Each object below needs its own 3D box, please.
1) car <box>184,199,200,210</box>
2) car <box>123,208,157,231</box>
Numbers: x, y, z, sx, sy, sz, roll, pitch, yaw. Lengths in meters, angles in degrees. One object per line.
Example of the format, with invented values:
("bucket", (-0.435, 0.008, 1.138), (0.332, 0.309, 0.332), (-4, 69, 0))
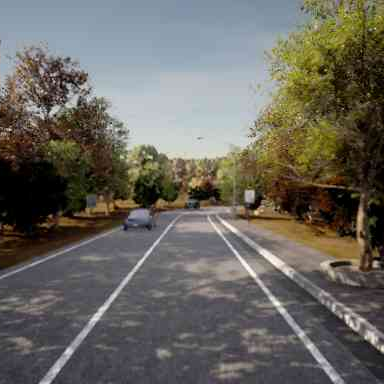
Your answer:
("car", (0.067, 2.392, 64.580), (2.150, 2.045, 5.566), (1, -1, 13))
("car", (-3.573, 1.907, 23.506), (1.812, 1.442, 4.674), (0, -1, 0))
